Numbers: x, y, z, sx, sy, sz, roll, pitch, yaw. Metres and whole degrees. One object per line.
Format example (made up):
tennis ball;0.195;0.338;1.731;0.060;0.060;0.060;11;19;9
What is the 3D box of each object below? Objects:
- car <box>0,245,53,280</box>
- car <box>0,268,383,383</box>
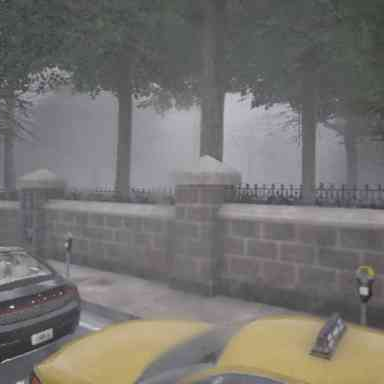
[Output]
car;-3.623;1.552;5.375;4.403;1.369;2.008;0;1;36
car;0.678;1.526;2.309;4.829;1.417;1.752;0;1;36
